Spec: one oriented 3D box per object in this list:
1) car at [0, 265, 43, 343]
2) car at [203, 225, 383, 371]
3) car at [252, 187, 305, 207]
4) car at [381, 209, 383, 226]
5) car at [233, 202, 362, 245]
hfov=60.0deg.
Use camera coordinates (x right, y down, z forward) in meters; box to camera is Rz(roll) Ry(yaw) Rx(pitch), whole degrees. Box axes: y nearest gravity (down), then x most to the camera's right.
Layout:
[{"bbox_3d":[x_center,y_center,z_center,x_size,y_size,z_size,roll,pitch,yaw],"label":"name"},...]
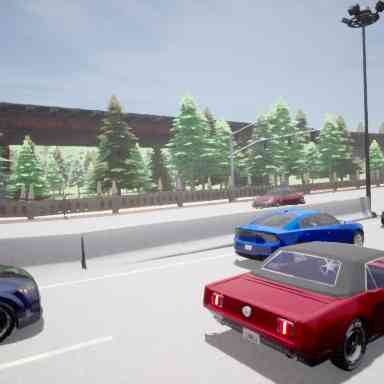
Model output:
[{"bbox_3d":[-4.489,1.563,4.847,4.181,1.385,1.994,0,0,-36],"label":"car"},{"bbox_3d":[2.573,1.528,5.607,4.718,1.301,1.895,-2,1,-36],"label":"car"},{"bbox_3d":[6.840,0.506,26.181,4.553,1.767,2.097,-4,2,-36],"label":"car"},{"bbox_3d":[10.840,0.879,15.875,4.181,1.385,1.994,-4,2,-36],"label":"car"},{"bbox_3d":[3.561,1.283,10.630,5.008,1.535,1.882,-3,2,-36],"label":"car"}]
